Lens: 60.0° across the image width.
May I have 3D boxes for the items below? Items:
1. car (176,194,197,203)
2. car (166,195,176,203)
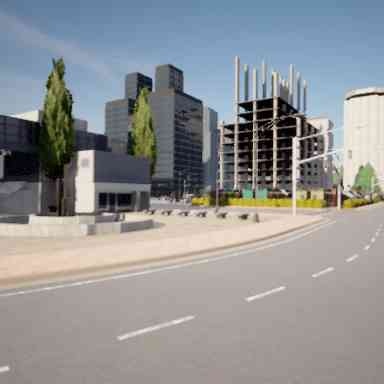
[{"bbox_3d":[-1.295,1.915,77.725,1.970,1.475,3.806,0,0,33],"label":"car"},{"bbox_3d":[-3.705,1.671,79.329,1.905,1.878,3.866,0,0,33],"label":"car"}]
